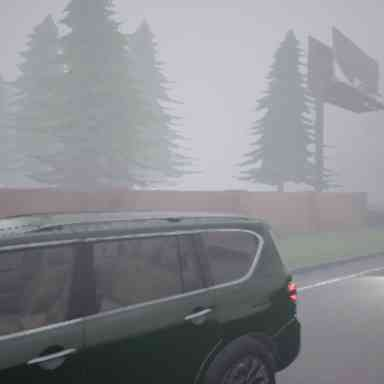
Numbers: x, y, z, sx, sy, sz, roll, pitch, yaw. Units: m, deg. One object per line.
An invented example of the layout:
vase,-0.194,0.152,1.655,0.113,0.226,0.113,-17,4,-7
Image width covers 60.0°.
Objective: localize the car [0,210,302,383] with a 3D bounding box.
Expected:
car,-1.379,1.228,2.982,5.566,2.045,2.150,1,-1,-35
